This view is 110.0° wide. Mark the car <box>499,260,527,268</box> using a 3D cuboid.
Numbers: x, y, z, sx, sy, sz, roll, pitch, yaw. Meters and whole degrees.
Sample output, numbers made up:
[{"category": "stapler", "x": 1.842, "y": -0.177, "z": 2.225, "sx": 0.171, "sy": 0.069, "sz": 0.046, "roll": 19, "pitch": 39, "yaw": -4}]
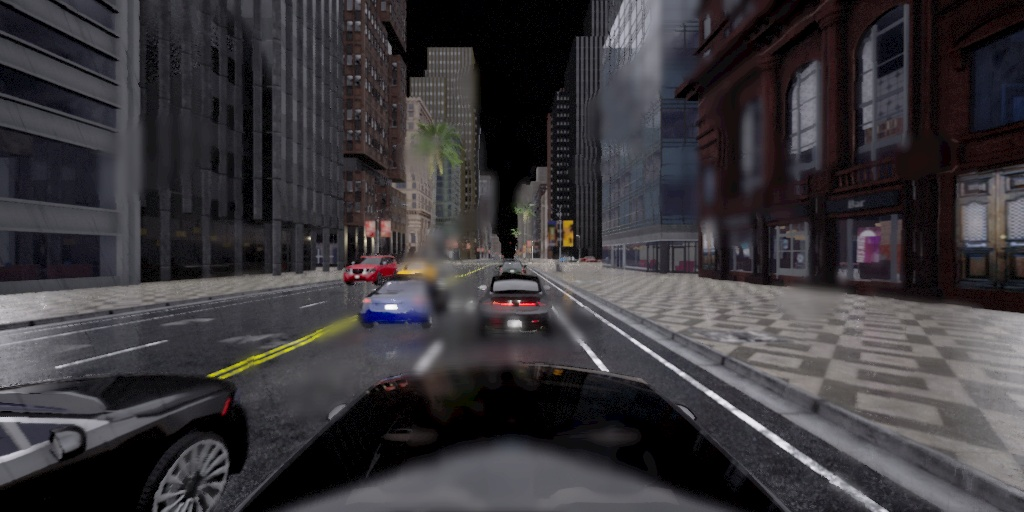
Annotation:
[{"category": "car", "x": 0.052, "y": 1.099, "z": 27.723, "sx": 2.097, "sy": 1.767, "sz": 4.553, "roll": 0, "pitch": 0, "yaw": 1}]

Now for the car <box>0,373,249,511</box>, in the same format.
[{"category": "car", "x": -3.147, "y": 1.242, "z": 1.061, "sx": 2.128, "sy": 1.511, "sz": 4.902, "roll": 0, "pitch": 0, "yaw": 0}]

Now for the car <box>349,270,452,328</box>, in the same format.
[{"category": "car", "x": -3.162, "y": 1.312, "z": 11.396, "sx": 1.994, "sy": 1.385, "sz": 4.181, "roll": 0, "pitch": 0, "yaw": 0}]

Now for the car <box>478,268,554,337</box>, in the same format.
[{"category": "car", "x": 0.089, "y": 1.254, "z": 10.272, "sx": 1.837, "sy": 1.490, "sz": 4.892, "roll": 0, "pitch": 0, "yaw": 0}]

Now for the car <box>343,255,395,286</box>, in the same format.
[{"category": "car", "x": -9.885, "y": 0.969, "z": 25.629, "sx": 2.150, "sy": 2.045, "sz": 5.566, "roll": 0, "pitch": 0, "yaw": 0}]

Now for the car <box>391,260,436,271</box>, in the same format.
[{"category": "car", "x": -6.634, "y": 1.225, "z": 25.359, "sx": 1.882, "sy": 1.535, "sz": 5.008, "roll": 0, "pitch": 0, "yaw": 0}]
